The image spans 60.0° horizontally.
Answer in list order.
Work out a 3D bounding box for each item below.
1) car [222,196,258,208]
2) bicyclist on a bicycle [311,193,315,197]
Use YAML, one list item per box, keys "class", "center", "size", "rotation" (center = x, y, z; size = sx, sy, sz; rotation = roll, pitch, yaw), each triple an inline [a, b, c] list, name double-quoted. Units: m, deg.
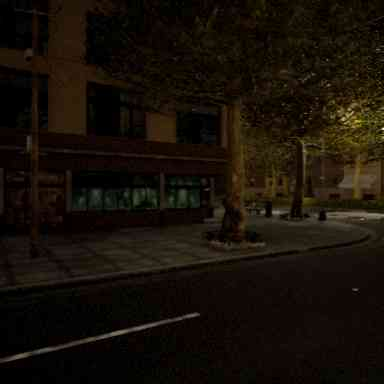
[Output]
- class: "car"
  center: [5.421, 1.185, 38.025]
  size: [2.128, 1.511, 4.902]
  rotation: [0, 1, -32]
- class: "bicyclist on a bicycle"
  center: [15.724, 1.002, 43.172]
  size: [1.656, 1.620, 0.582]
  rotation: [0, 1, -32]
